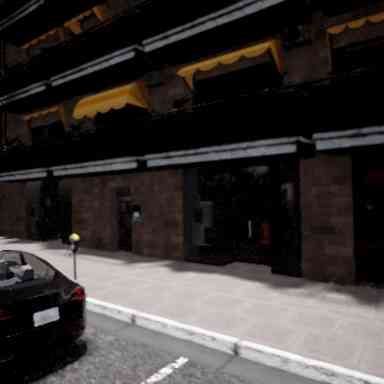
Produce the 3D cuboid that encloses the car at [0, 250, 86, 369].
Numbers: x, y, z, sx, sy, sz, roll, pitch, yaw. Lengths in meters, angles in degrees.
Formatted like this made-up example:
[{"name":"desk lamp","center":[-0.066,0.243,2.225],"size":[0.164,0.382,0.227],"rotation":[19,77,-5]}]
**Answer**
[{"name":"car","center":[-3.522,1.624,5.399],"size":[4.313,1.339,1.947],"rotation":[-1,-1,35]}]
